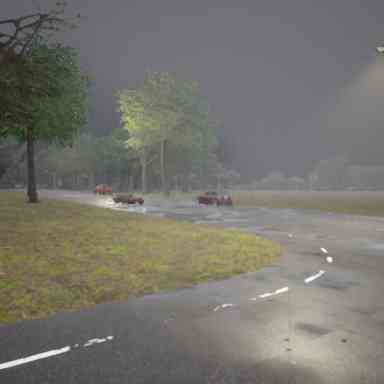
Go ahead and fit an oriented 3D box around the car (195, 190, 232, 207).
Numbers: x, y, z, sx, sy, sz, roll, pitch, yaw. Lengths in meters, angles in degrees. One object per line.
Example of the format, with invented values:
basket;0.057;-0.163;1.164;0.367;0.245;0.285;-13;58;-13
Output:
car;2.249;0.600;35.892;2.097;1.767;4.553;-1;2;-35

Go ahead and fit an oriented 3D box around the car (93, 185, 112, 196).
car;-16.943;-0.387;62.858;2.150;2.045;5.566;-1;2;-35

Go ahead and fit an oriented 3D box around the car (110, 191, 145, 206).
car;-7.058;0.832;36.908;1.895;1.301;4.718;-1;2;-35
